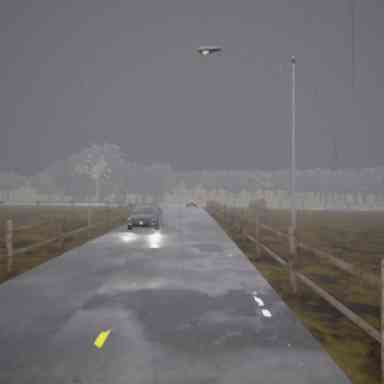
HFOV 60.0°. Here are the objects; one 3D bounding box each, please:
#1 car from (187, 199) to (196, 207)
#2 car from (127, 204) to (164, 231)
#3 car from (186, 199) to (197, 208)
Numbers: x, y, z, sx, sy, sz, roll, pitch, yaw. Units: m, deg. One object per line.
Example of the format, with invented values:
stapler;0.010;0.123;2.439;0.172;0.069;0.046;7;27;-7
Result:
car;-0.068;2.263;69.127;1.882;1.535;5.008;0;-2;0
car;-2.798;1.527;20.891;1.837;1.490;4.892;0;-1;0
car;-0.058;2.054;58.809;1.812;1.442;4.674;0;-1;0
